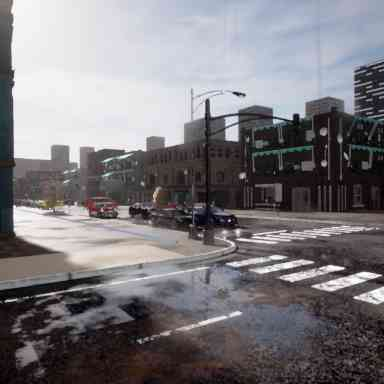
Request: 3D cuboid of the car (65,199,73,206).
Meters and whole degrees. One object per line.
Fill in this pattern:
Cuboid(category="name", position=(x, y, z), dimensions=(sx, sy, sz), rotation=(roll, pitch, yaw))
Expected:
Cuboid(category="car", position=(-28.014, 2.364, 75.489), dimensions=(1.947, 1.339, 4.313), rotation=(-1, 0, -35))

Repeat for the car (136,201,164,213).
Cuboid(category="car", position=(-5.599, 1.966, 43.884), dimensions=(1.802, 1.307, 4.206), rotation=(-2, 0, -35))

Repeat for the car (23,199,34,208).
Cuboid(category="car", position=(-31.647, 2.376, 66.125), dimensions=(2.008, 1.369, 4.403), rotation=(-1, 0, -35))

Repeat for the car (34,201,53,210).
Cuboid(category="car", position=(-25.145, 2.233, 56.956), dimensions=(1.752, 1.417, 4.829), rotation=(-1, 0, -35))

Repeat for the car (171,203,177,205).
Cuboid(category="car", position=(-2.398, 1.904, 39.369), dimensions=(1.802, 1.307, 4.206), rotation=(-2, 0, -35))

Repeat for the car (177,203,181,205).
Cuboid(category="car", position=(0.803, 1.810, 34.854), dimensions=(2.008, 1.369, 4.403), rotation=(-2, 0, -35))

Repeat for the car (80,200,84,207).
Cuboid(category="car", position=(-18.414, 1.940, 61.943), dimensions=(2.192, 1.841, 5.009), rotation=(-1, 0, -35))

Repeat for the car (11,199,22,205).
Cuboid(category="car", position=(-44.454, 2.598, 84.184), dimensions=(1.887, 1.381, 4.507), rotation=(-1, 0, -35))

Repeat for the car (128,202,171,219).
Cuboid(category="car", position=(-4.522, 1.821, 32.367), dimensions=(2.128, 1.511, 4.902), rotation=(-1, 0, -35))

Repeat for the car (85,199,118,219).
Cuboid(category="car", position=(-9.236, 1.847, 34.519), dimensions=(1.967, 1.590, 4.097), rotation=(-1, 0, -35))

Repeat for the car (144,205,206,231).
Cuboid(category="car", position=(-1.305, 1.815, 23.130), dimensions=(1.947, 1.339, 4.313), rotation=(-1, 0, -35))

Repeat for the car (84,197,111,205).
Cuboid(category="car", position=(-11.300, 1.682, 41.945), dimensions=(2.150, 2.045, 5.566), rotation=(-1, 0, -35))

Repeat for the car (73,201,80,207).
Cuboid(category="car", position=(-21.610, 2.228, 66.458), dimensions=(1.887, 1.381, 4.507), rotation=(-1, 0, -35))

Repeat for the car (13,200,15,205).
Cuboid(category="car", position=(-41.252, 2.548, 79.670), dimensions=(2.008, 1.369, 4.403), rotation=(-1, 0, -35))

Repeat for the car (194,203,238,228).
Cuboid(category="car", position=(1.366, 1.776, 24.066), dimensions=(1.994, 1.385, 4.181), rotation=(-1, 0, -35))

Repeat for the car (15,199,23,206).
Cuboid(category="car", position=(-38.053, 2.380, 75.154), dimensions=(1.967, 1.590, 4.097), rotation=(-1, 0, -35))

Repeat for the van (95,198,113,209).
Cuboid(category="van", position=(-15.211, 1.907, 57.428), dimensions=(1.690, 1.788, 3.998), rotation=(-1, 0, -35))
